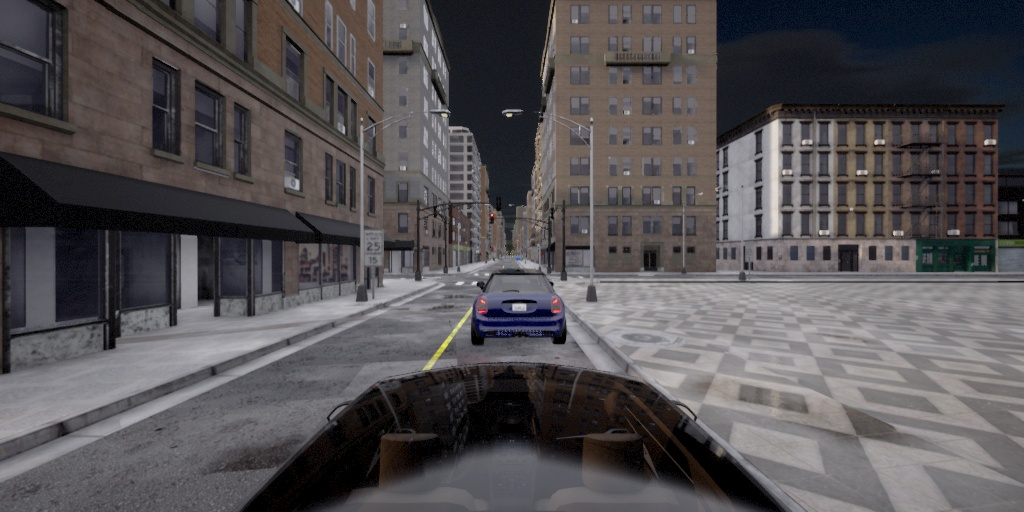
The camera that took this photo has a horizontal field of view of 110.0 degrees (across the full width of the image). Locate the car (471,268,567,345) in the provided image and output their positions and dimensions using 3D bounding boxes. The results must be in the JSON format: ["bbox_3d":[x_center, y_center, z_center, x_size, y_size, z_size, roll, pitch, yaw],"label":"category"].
[{"bbox_3d":[0.102,1.099,9.660,2.097,1.767,4.553,0,0,-1],"label":"car"}]
